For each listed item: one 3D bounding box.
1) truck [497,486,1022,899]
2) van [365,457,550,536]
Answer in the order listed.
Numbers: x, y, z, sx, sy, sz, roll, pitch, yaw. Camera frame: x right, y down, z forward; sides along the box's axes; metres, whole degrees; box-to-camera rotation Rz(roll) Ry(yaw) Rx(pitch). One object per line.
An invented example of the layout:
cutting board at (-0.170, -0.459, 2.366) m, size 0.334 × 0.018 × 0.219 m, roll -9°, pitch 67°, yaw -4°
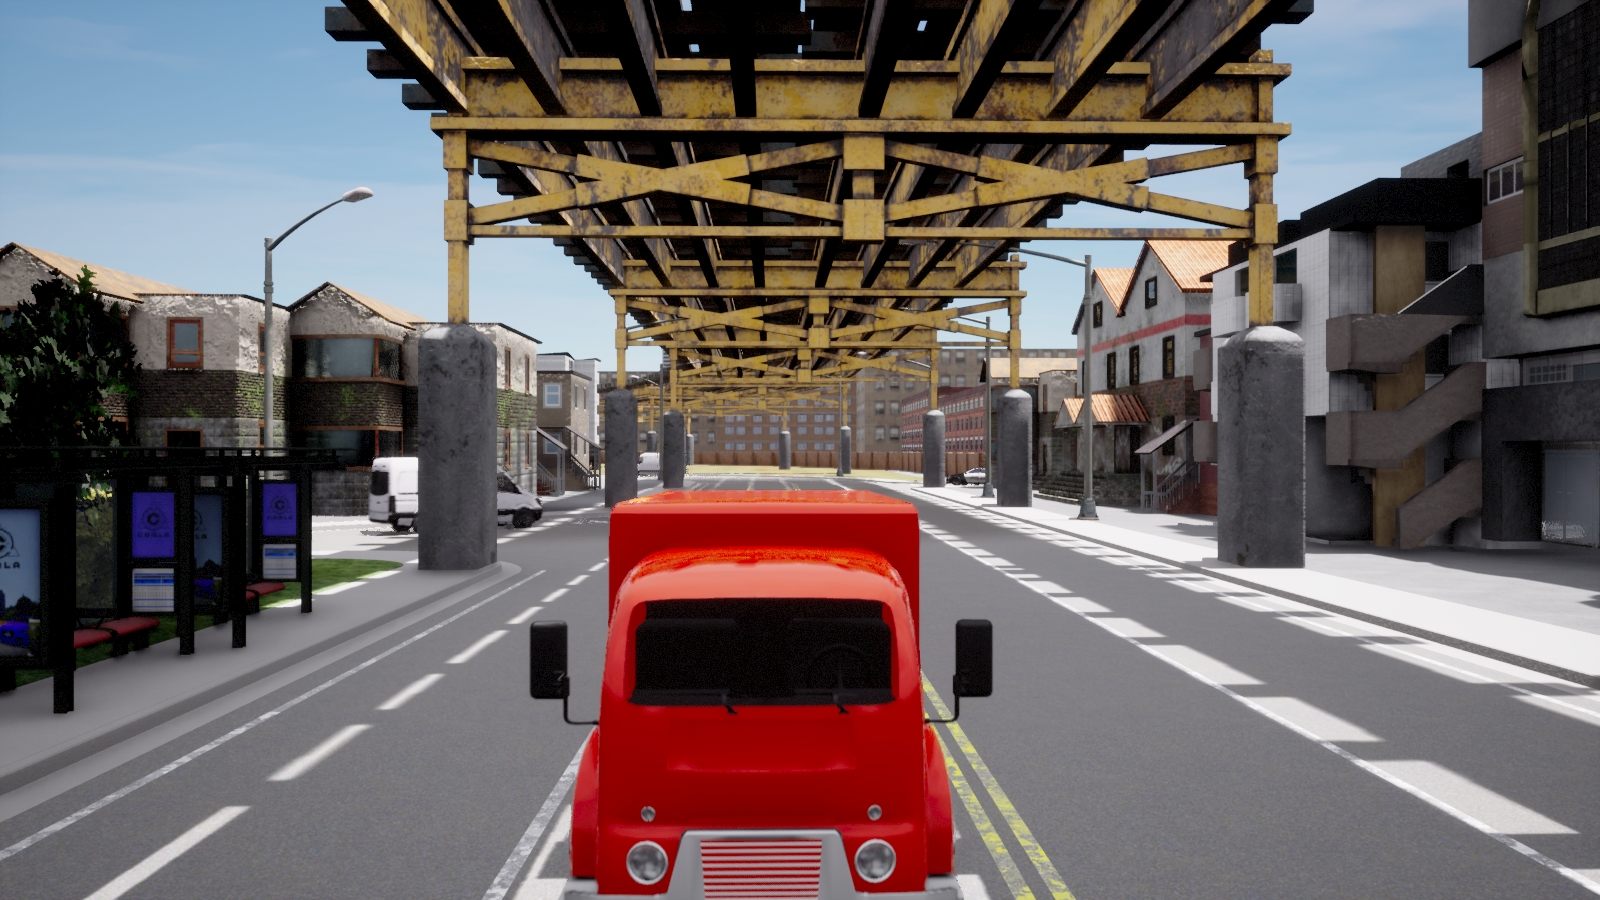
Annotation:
truck at (-0.254, 1.570, 8.331) m, size 2.627 × 2.467 × 5.204 m, roll 0°, pitch 0°, yaw -1°
van at (-11.876, 1.534, 39.973) m, size 5.915 × 2.561 × 1.988 m, roll 0°, pitch 0°, yaw -42°
